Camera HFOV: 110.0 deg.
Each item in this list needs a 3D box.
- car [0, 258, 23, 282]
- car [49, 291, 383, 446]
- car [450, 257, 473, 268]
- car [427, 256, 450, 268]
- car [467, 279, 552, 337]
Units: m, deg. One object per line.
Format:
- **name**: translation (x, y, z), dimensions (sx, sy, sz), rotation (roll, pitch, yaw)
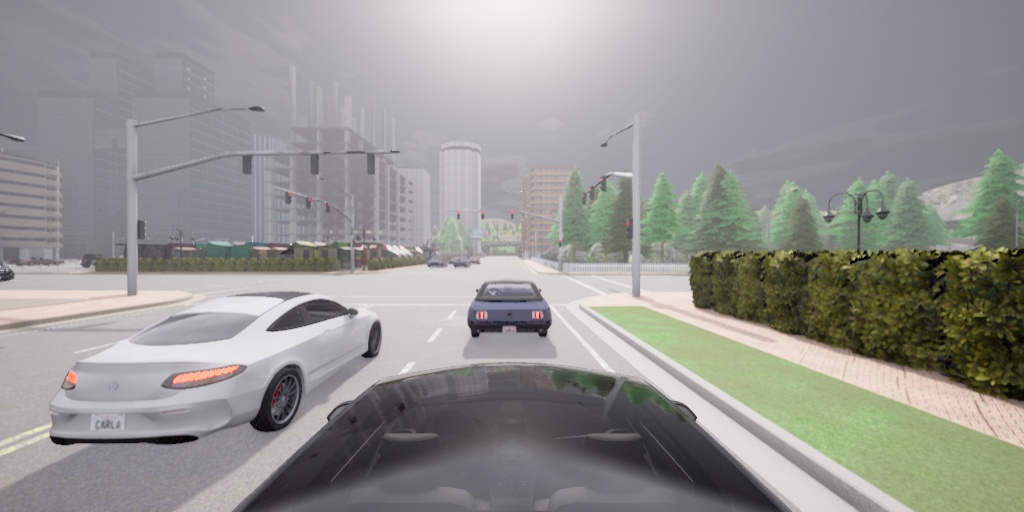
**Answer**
- **car**: translation (-37.473, 0.948, 24.678), dimensions (4.553, 1.767, 2.097), rotation (0, 0, 2)
- **car**: translation (-3.506, 1.251, 5.387), dimensions (1.812, 1.442, 4.674), rotation (0, 0, -1)
- **car**: translation (-7.067, 1.036, 50.480), dimensions (1.895, 1.301, 4.718), rotation (0, 0, 0)
- **car**: translation (-10.562, 0.784, 50.993), dimensions (2.097, 1.767, 4.553), rotation (0, 0, 0)
- **car**: translation (-0.092, 1.298, 9.995), dimensions (1.895, 1.301, 4.718), rotation (0, 0, -1)
